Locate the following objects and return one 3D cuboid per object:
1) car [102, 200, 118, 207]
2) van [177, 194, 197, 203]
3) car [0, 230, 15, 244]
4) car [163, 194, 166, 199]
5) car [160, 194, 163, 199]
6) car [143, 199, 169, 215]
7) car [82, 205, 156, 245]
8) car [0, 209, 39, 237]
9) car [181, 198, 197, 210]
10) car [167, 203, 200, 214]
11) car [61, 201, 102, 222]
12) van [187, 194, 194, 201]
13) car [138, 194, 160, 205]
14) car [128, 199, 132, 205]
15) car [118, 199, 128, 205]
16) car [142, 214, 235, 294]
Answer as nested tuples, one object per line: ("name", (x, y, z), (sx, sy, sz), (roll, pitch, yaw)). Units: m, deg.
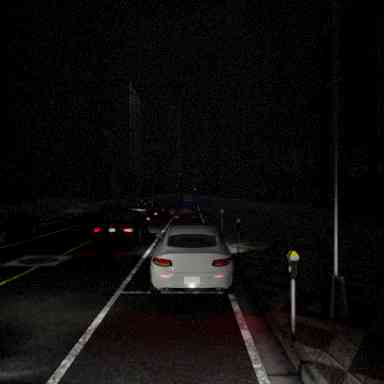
("car", (-8.919, 1.548, 32.304), (1.887, 1.381, 4.507), (0, 0, 0))
("van", (-0.368, 1.344, 32.287), (1.690, 1.788, 3.998), (0, 0, 0))
("car", (-3.145, 1.351, 1.617), (2.097, 1.767, 4.553), (0, 0, 0))
("car", (-8.906, 1.585, 92.029), (1.887, 1.381, 4.507), (0, 0, 0))
("car", (-8.912, 1.555, 81.278), (1.752, 1.417, 4.829), (0, 0, 0))
("car", (-3.128, 1.604, 31.314), (1.895, 1.301, 4.718), (0, 0, 0))
("car", (-3.134, 1.549, 15.586), (2.033, 1.411, 5.357), (0, 0, 0))
("car", (-8.916, 1.546, 15.728), (1.887, 1.381, 4.507), (0, 0, 0))
("car", (-0.367, 1.550, 43.337), (1.887, 1.381, 4.507), (0, 0, 0))
("car", (-0.370, 1.584, 21.237), (1.802, 1.307, 4.206), (0, 0, 0))
("car", (-8.918, 1.528, 26.609), (1.752, 1.417, 4.829), (0, 0, 0))
("van", (-0.380, 1.376, 86.847), (1.690, 1.788, 3.998), (0, 0, 0))
("car", (-6.155, 1.233, 46.564), (2.150, 2.045, 5.566), (0, 0, 0))
("car", (-8.922, 1.550, 43.355), (1.887, 1.381, 4.507), (0, 0, 0))
("car", (-8.921, 1.548, 37.830), (1.887, 1.381, 4.507), (0, 0, 0))
("car", (0.003, 1.526, 8.650), (1.812, 1.442, 4.674), (0, 0, 0))
